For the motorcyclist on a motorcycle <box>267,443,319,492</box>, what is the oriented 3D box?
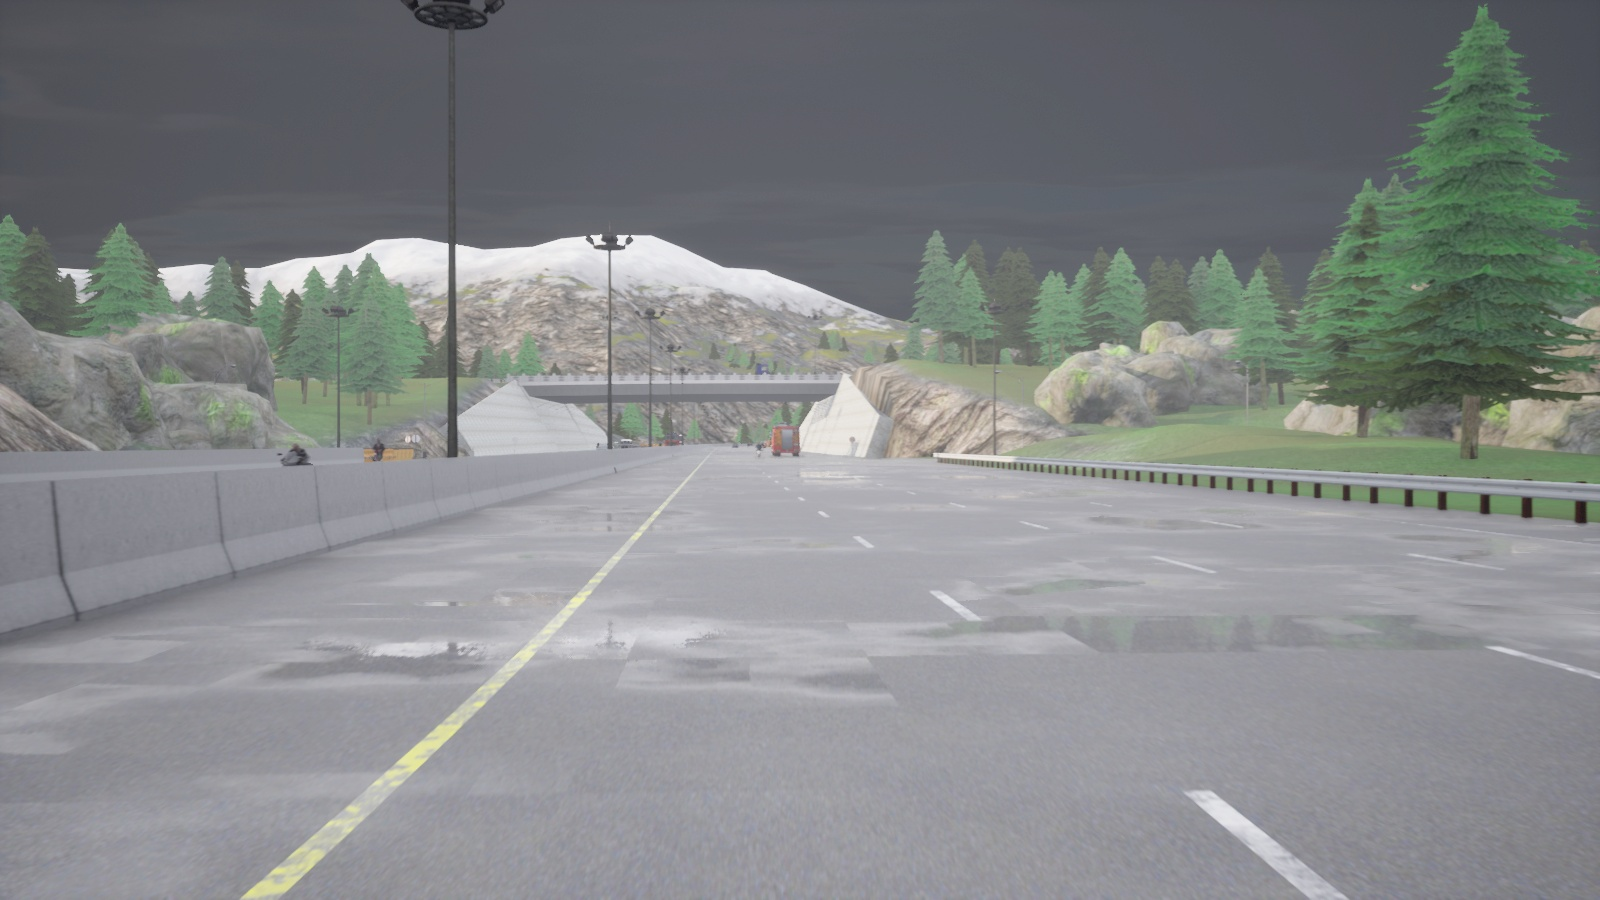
[{"bbox_3d":[-16.160,0.545,40.084,0.866,1.530,2.191,0,0,-4],"label":"motorcyclist on a motorcycle"}]
